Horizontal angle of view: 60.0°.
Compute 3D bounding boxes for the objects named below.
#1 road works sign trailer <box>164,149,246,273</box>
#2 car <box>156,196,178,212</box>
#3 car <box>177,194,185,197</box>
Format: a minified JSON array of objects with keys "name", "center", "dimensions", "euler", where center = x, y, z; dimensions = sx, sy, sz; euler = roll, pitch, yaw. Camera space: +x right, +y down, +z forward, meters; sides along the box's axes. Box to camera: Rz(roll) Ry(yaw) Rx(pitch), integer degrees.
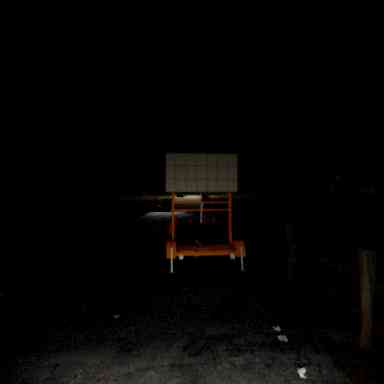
[{"name":"road works sign trailer","center":[0.291,0.451,10.682],"dimensions":[2.380,3.560,2.880],"euler":[0,0,-6]},{"name":"car","center":[-2.787,1.456,37.367],"dimensions":[1.812,1.442,4.674],"euler":[0,0,0]},{"name":"car","center":[-2.621,0.714,77.885],"dimensions":[1.882,1.535,5.008],"euler":[0,1,0]}]
